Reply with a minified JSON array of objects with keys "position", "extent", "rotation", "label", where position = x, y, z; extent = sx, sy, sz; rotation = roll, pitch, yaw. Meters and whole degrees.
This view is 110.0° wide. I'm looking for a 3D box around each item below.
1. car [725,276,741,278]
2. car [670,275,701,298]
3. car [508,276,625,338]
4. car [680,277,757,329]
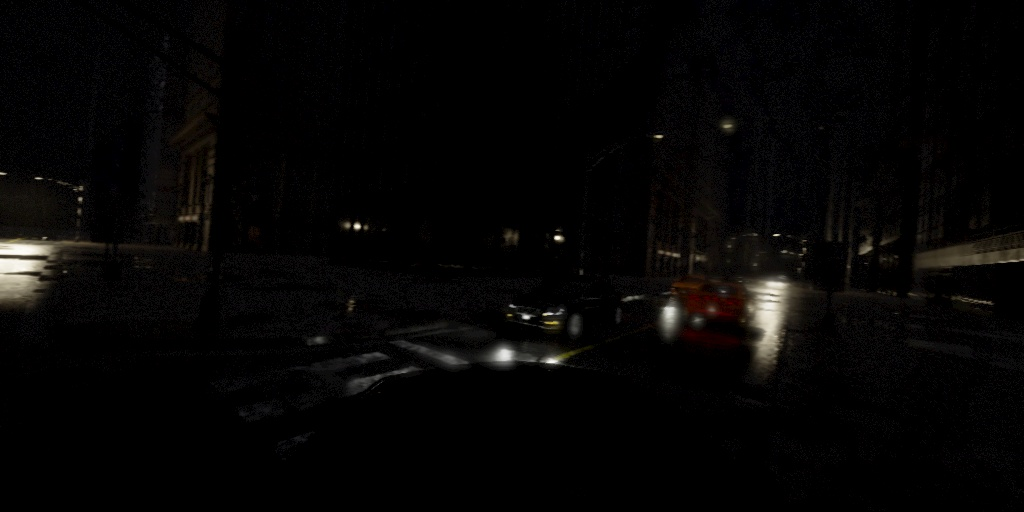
[{"position":[23.552,2.879,38.343],"extent":[2.128,1.511,4.902],"rotation":[4,0,38],"label":"car"},{"position":[12.115,2.058,23.962],"extent":[1.882,1.535,5.008],"rotation":[4,0,38],"label":"car"},{"position":[1.874,1.386,10.960],"extent":[1.837,1.490,4.892],"rotation":[4,0,38],"label":"car"},{"position":[8.414,1.803,14.261],"extent":[1.882,1.535,5.008],"rotation":[4,0,38],"label":"car"}]
